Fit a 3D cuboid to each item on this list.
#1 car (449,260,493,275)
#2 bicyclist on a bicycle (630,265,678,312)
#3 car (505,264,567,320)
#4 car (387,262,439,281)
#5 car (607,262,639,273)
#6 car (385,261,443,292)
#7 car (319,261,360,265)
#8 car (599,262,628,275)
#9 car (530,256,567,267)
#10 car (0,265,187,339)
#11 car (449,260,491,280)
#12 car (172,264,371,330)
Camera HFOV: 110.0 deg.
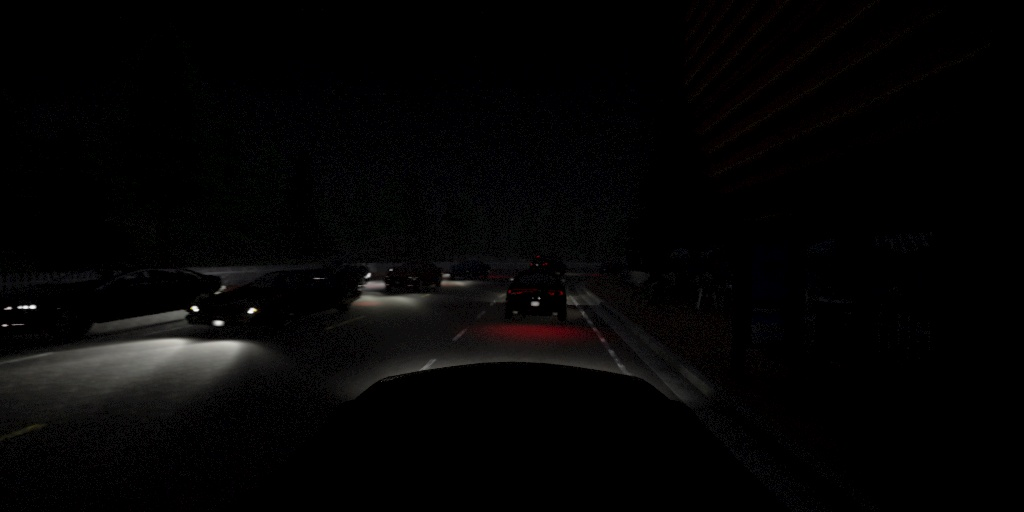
[{"bbox_3d":[-4.225,1.151,38.013,2.033,1.411,5.357,1,0,26],"label":"car"},{"bbox_3d":[4.953,1.150,12.486,1.656,1.620,0.582,1,0,5],"label":"bicyclist on a bicycle"},{"bbox_3d":[0.885,1.234,12.861,1.882,1.535,5.008,1,0,5],"label":"car"},{"bbox_3d":[-7.699,1.139,28.373,1.895,1.301,4.718,1,0,14],"label":"car"},{"bbox_3d":[15.461,1.601,49.819,4.181,1.385,1.994,1,0,-34],"label":"car"},{"bbox_3d":[-5.455,1.078,20.489,1.882,1.535,5.008,1,0,7],"label":"car"},{"bbox_3d":[-9.189,1.010,18.536,2.128,1.511,4.902,1,0,7],"label":"car"},{"bbox_3d":[12.424,1.455,43.068,1.882,1.535,5.008,1,0,45],"label":"car"},{"bbox_3d":[3.906,1.010,38.081,2.150,2.045,5.566,1,0,32],"label":"car"},{"bbox_3d":[-10.098,1.002,9.247,2.128,1.511,4.902,1,0,6],"label":"car"},{"bbox_3d":[-3.511,1.109,30.304,1.882,1.535,5.008,1,0,19],"label":"car"},{"bbox_3d":[-6.492,1.138,10.787,2.033,1.411,5.357,1,0,4],"label":"car"}]
